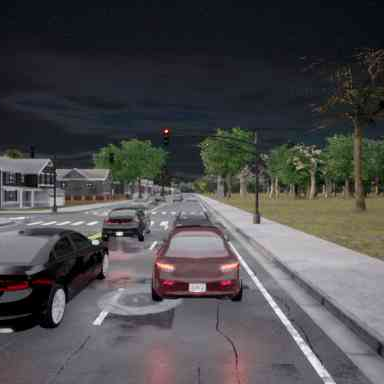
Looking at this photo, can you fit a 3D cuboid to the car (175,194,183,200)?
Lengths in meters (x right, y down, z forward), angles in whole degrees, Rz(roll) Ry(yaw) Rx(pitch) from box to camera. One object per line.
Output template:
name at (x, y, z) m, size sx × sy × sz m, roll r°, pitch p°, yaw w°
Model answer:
car at (-3.246, 1.328, 83.956) m, size 1.812 × 1.442 × 4.674 m, roll 0°, pitch 0°, yaw 0°

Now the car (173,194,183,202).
car at (-3.247, 1.495, 73.535) m, size 2.033 × 1.411 × 5.357 m, roll 0°, pitch 0°, yaw 0°

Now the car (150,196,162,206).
car at (-6.587, 1.473, 53.635) m, size 2.128 × 1.511 × 4.902 m, roll 0°, pitch 0°, yaw 0°

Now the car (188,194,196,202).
car at (0.003, 1.551, 73.981) m, size 1.895 × 1.301 × 4.718 m, roll 0°, pitch 0°, yaw 0°

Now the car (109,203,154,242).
car at (-3.125, 1.504, 16.400) m, size 1.837 × 1.490 × 4.892 m, roll 0°, pitch 0°, yaw -2°

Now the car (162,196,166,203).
car at (-6.498, 1.531, 69.147) m, size 1.994 × 1.385 × 4.181 m, roll 0°, pitch 0°, yaw 0°

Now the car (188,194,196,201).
car at (0.004, 1.329, 83.955) m, size 2.128 × 1.511 × 4.902 m, roll 0°, pitch 0°, yaw 0°

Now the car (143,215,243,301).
car at (0.102, 1.525, 8.178) m, size 1.812 × 1.442 × 4.674 m, roll 0°, pitch 0°, yaw 0°

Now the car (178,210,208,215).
car at (0.045, 1.600, 17.344) m, size 1.895 × 1.301 × 4.718 m, roll 0°, pitch 0°, yaw 1°

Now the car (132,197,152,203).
car at (-6.596, 1.592, 42.019) m, size 1.895 × 1.301 × 4.718 m, roll 0°, pitch 0°, yaw 0°

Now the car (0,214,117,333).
car at (-3.152, 1.477, 6.977) m, size 1.882 × 1.535 × 5.008 m, roll 0°, pitch 0°, yaw 0°
